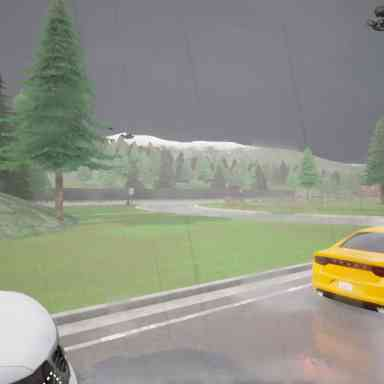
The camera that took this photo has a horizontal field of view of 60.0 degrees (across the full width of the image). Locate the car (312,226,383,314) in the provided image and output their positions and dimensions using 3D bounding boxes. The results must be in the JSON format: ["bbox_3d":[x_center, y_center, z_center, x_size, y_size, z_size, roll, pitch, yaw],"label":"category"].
[{"bbox_3d":[4.681,1.478,7.193,5.008,1.535,1.882,0,0,-35],"label":"car"}]

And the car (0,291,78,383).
[{"bbox_3d":[-3.363,1.222,1.350,5.566,2.045,2.150,0,0,-35],"label":"car"}]
